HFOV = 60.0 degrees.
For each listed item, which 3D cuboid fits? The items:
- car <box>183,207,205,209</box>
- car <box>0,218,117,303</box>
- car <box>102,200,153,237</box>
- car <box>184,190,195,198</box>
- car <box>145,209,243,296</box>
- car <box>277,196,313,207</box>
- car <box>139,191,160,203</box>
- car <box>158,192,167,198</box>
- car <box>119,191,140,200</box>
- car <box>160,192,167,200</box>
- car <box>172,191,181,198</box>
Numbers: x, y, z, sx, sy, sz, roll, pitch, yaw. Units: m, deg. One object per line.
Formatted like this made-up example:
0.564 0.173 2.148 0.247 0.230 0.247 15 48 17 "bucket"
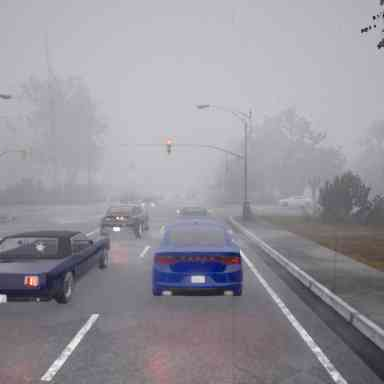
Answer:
0.124 1.457 17.599 1.994 1.385 4.181 0 0 0 "car"
-3.388 1.572 8.070 1.895 1.301 4.718 0 0 0 "car"
-3.376 1.400 17.322 1.837 1.490 4.892 0 0 0 "car"
-0.355 0.412 85.490 2.150 2.045 5.566 0 1 -4 "car"
0.113 1.445 8.617 1.882 1.535 5.008 0 0 0 "car"
13.283 1.196 42.851 4.674 1.442 1.812 0 1 -3 "car"
-7.009 1.039 55.281 1.882 1.535 5.008 0 0 0 "car"
-7.191 0.735 81.454 1.882 1.535 5.008 0 1 -2 "car"
-10.479 0.781 55.627 2.150 2.045 5.566 0 0 2 "car"
-6.939 0.982 69.276 1.994 1.385 4.181 0 1 0 "car"
-3.851 0.730 85.355 2.033 1.411 5.357 0 1 -4 "car"
